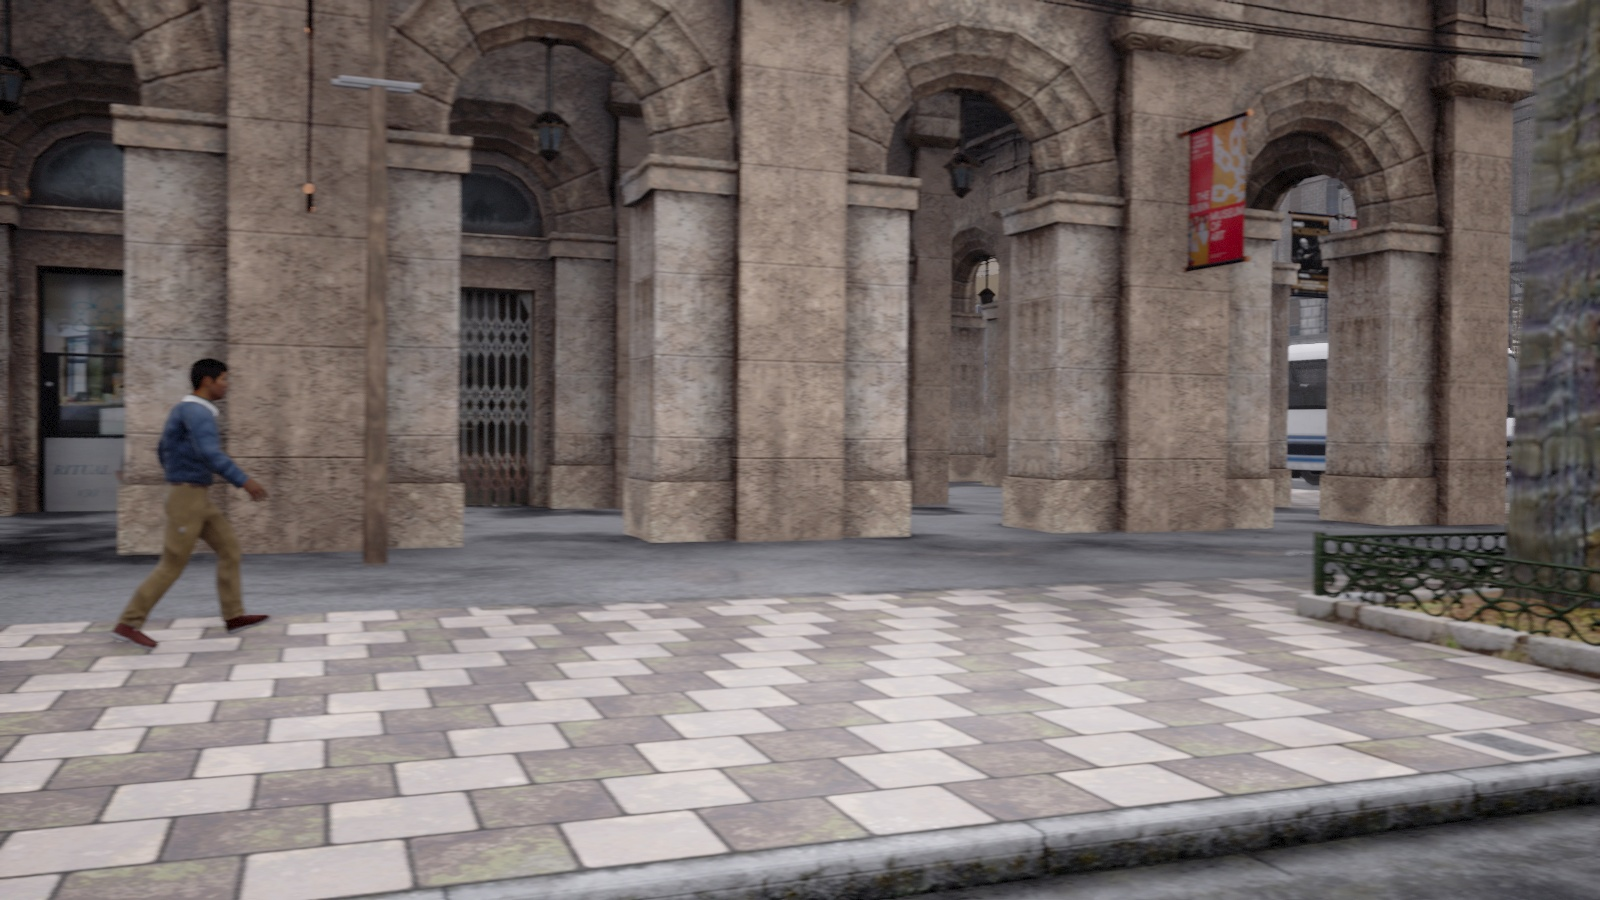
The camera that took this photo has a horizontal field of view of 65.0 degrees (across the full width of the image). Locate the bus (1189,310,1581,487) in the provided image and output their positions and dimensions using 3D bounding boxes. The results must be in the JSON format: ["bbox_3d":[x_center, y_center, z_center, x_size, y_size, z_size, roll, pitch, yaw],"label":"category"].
[{"bbox_3d":[16.027,-1.334,35.764,3.944,4.253,10.273,-1,1,-21],"label":"bus"}]

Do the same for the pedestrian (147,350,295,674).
[{"bbox_3d":[-3.653,0.365,7.922,0.788,1.949,0.423,-1,1,-28],"label":"pedestrian"}]
